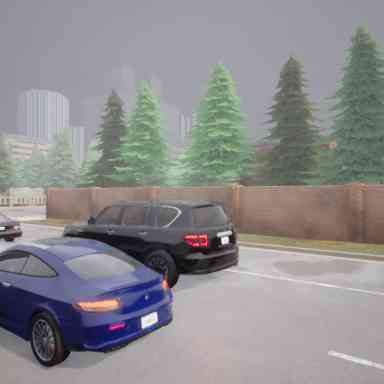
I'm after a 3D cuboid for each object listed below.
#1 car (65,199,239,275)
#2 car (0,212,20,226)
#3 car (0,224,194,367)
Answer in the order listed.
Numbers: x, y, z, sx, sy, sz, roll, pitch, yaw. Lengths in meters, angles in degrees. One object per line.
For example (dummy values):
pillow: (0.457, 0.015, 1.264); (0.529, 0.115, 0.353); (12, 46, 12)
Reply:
car: (-1.401, 1.221, 9.304); (5.566, 2.045, 2.150); (0, 0, 36)
car: (-9.773, 1.547, 15.275); (5.357, 1.411, 2.033); (0, 0, 39)
car: (-2.430, 1.526, 5.742); (4.674, 1.442, 1.812); (0, 0, 36)
